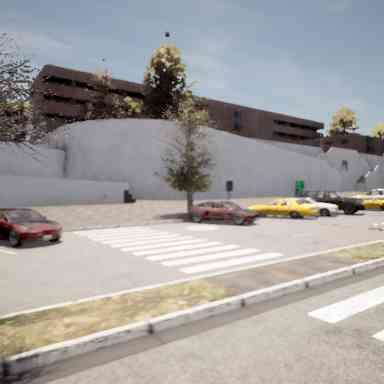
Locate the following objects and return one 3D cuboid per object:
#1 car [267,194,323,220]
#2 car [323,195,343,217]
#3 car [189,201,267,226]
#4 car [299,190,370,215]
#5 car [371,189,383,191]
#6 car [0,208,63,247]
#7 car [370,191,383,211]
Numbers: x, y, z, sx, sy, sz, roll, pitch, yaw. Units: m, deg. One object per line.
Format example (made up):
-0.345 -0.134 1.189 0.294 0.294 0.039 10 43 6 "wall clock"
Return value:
6.728 1.200 25.275 5.366 1.575 1.946 -1 0 35 "car"
9.327 1.197 26.923 4.674 1.452 2.002 -1 0 34 "car"
2.020 1.307 21.675 4.792 1.488 2.163 -1 0 34 "car"
11.798 0.862 28.651 5.566 2.045 2.435 -1 0 35 "car"
19.079 0.691 33.905 5.566 2.045 2.435 -1 0 35 "car"
-7.754 1.455 14.705 4.792 1.488 2.163 -1 0 34 "car"
16.816 0.997 32.046 5.366 1.575 1.946 -1 0 34 "car"
